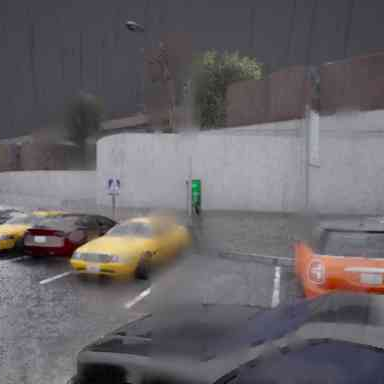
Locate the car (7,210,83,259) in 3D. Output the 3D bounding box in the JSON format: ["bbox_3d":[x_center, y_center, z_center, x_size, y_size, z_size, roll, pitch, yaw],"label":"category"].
[{"bbox_3d":[-3.982,1.513,12.356,2.163,1.488,4.792,0,-1,15],"label":"car"}]

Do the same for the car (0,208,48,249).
[{"bbox_3d":[-6.462,1.473,13.881,1.946,1.575,5.366,1,-1,15],"label":"car"}]

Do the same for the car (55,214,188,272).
[{"bbox_3d":[-1.606,1.483,10.415,1.946,1.575,5.366,1,-1,16],"label":"car"}]

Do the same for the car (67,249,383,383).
[{"bbox_3d":[1.419,1.548,2.364,5.357,1.411,2.033,0,0,36],"label":"car"}]

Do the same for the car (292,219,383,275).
[{"bbox_3d":[3.290,1.366,7.102,2.185,1.767,4.553,0,-1,15],"label":"car"}]
